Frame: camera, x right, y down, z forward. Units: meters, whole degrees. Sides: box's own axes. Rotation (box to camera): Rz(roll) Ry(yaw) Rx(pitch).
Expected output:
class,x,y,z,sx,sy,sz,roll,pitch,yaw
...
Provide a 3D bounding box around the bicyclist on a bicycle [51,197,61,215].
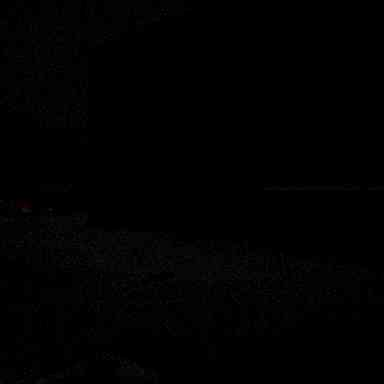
class,x,y,z,sx,sy,sz,roll,pitch,yaw
bicyclist on a bicycle,-12.085,1.242,29.544,1.656,1.620,0.582,0,0,36

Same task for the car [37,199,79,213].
class,x,y,z,sx,sy,sz,roll,pitch,yaw
car,-14.401,1.464,36.010,1.887,1.381,4.507,0,0,36

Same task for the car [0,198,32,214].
class,x,y,z,sx,sy,sz,roll,pitch,yaw
car,-17.580,1.365,31.565,1.967,1.590,4.097,0,0,36
